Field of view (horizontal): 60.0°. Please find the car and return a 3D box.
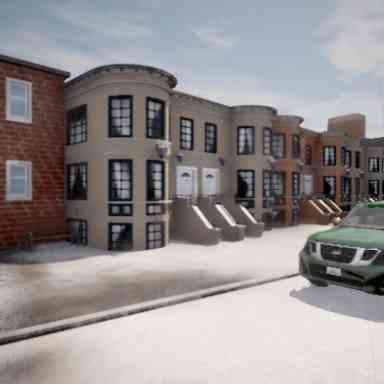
[{"bbox_3d":[5.062,1.225,8.220,5.566,2.045,2.150,0,0,-36],"label":"car"}]
